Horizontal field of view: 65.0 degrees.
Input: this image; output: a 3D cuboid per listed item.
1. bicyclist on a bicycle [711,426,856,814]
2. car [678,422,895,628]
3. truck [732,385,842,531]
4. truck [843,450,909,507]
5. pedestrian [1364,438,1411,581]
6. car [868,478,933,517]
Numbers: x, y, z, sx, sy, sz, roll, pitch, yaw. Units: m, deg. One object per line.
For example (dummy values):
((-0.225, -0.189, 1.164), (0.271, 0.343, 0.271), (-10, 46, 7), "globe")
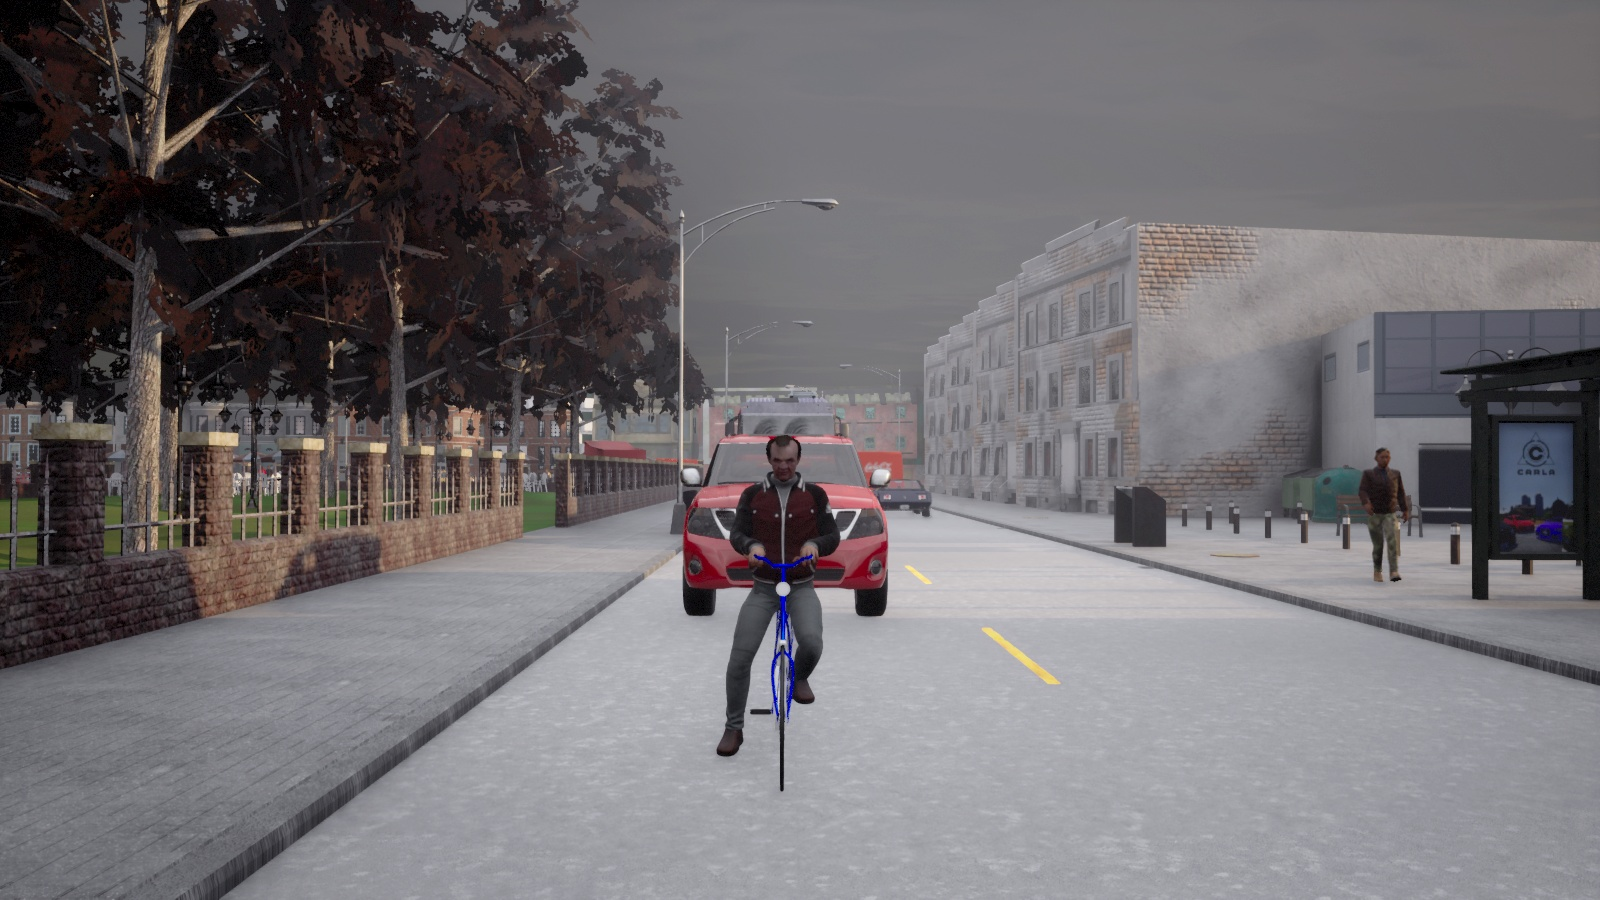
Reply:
((-0.083, 0.798, 6.689), (0.659, 1.776, 1.843), (0, -1, -1), "bicyclist on a bicycle")
((-0.171, 0.791, 15.308), (2.150, 2.045, 5.566), (0, -1, -1), "car")
((-0.389, 0.278, 37.431), (2.891, 3.827, 8.468), (0, -1, -1), "truck")
((3.393, 1.276, 57.446), (2.627, 2.467, 5.204), (0, -1, -1), "truck")
((7.738, 0.770, 16.566), (0.431, 1.840, 0.703), (0, -1, 16), "pedestrian")
((3.536, 1.652, 44.859), (1.895, 1.301, 4.718), (0, -1, -1), "car")
